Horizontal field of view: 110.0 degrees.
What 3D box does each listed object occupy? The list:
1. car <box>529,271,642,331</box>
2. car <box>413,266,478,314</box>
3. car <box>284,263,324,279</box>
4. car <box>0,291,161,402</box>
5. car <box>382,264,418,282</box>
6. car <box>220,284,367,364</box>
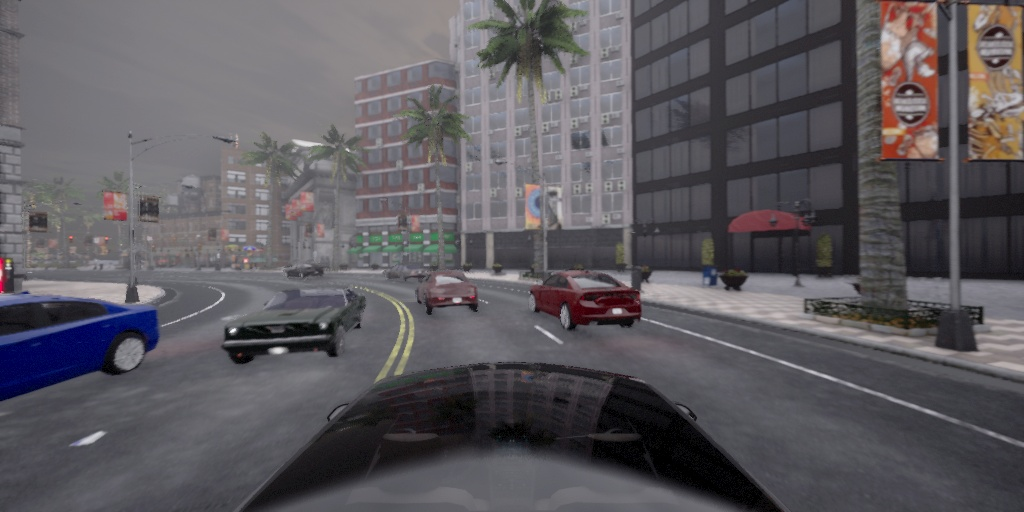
[{"bbox_3d":[1.971,1.197,11.120,1.882,1.535,5.008,0,0,-14],"label":"car"},{"bbox_3d":[-2.613,1.293,13.977,1.812,1.442,4.674,0,0,-20],"label":"car"},{"bbox_3d":[-20.599,1.422,35.423,5.008,1.535,1.882,-1,0,34],"label":"car"},{"bbox_3d":[-7.461,1.306,4.769,1.882,1.535,5.008,0,0,-9],"label":"car"},{"bbox_3d":[-9.126,1.371,30.586,2.033,1.411,5.357,-1,0,-44],"label":"car"},{"bbox_3d":[-4.761,1.397,8.573,1.895,1.301,4.718,-1,0,-15],"label":"car"}]
